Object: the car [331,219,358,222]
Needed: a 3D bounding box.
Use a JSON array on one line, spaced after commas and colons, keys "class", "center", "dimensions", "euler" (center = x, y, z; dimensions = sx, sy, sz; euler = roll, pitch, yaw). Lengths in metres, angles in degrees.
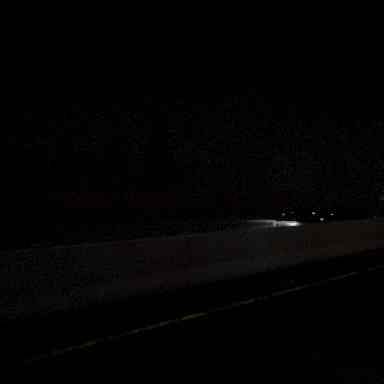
[{"class": "car", "center": [10.949, 1.638, 24.706], "dimensions": [4.718, 1.301, 1.895], "euler": [0, 0, -36]}]
